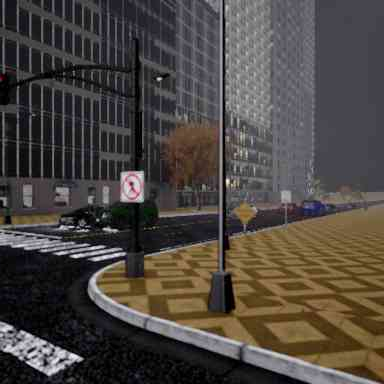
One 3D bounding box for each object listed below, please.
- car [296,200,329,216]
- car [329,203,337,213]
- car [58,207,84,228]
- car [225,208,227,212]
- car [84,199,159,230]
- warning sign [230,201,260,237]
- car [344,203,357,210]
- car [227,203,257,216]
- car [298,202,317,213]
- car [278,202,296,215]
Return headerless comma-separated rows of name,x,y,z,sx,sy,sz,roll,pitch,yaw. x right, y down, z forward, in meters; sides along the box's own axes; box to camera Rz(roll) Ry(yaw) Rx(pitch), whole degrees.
car,16.051,2.057,44.082,2.150,2.045,5.566,0,-1,35
car,21.808,2.549,53.049,1.812,1.442,4.674,0,-1,33
car,-7.785,1.813,25.414,1.837,1.490,4.892,0,-1,33
car,6.624,2.329,47.646,2.033,1.411,5.357,0,-1,33
car,-4.699,1.547,24.202,2.150,2.045,5.566,0,-1,33
warning sign,2.992,1.449,18.660,1.300,1.860,1.060,1,1,33
car,31.404,2.828,65.798,1.812,1.442,4.674,0,-1,33
car,6.649,2.225,41.744,1.812,1.442,4.674,0,-1,33
car,19.079,2.496,54.814,1.882,1.535,5.008,0,-1,33
car,13.731,2.195,46.450,2.097,1.767,4.553,0,-1,33
